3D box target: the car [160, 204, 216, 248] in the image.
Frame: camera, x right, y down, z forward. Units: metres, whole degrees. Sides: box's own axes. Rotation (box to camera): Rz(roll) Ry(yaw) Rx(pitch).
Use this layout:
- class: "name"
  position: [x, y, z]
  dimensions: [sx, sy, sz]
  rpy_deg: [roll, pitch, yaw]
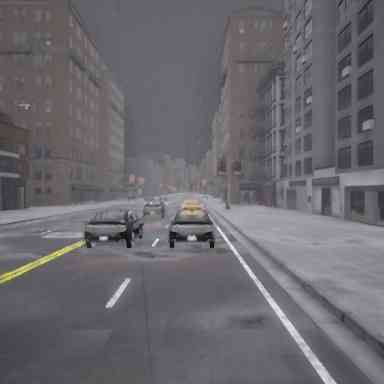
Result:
- class: "car"
  position: [0.000, 1.492, 14.651]
  dimensions: [2.128, 1.511, 4.902]
  rpy_deg: [0, 0, 0]

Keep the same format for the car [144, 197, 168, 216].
- class: "car"
  position: [-3.250, 1.492, 29.651]
  dimensions: [2.128, 1.511, 4.902]
  rpy_deg: [0, 0, 0]

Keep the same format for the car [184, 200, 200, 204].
- class: "car"
  position: [0.000, 1.481, 29.651]
  dimensions: [1.882, 1.535, 5.008]
  rpy_deg: [0, 0, 0]

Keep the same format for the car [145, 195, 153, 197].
- class: "car"
  position: [-9.750, 1.446, 75.912]
  dimensions: [1.994, 1.385, 4.181]
  rpy_deg: [0, 0, 0]

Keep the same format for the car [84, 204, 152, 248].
- class: "car"
  position: [-3.250, 1.492, 14.651]
  dimensions: [2.128, 1.511, 4.902]
  rpy_deg: [0, 0, 0]

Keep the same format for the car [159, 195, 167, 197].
- class: "car"
  position: [-6.500, 1.417, 75.912]
  dimensions: [1.812, 1.442, 4.674]
  rpy_deg: [0, 0, 0]
